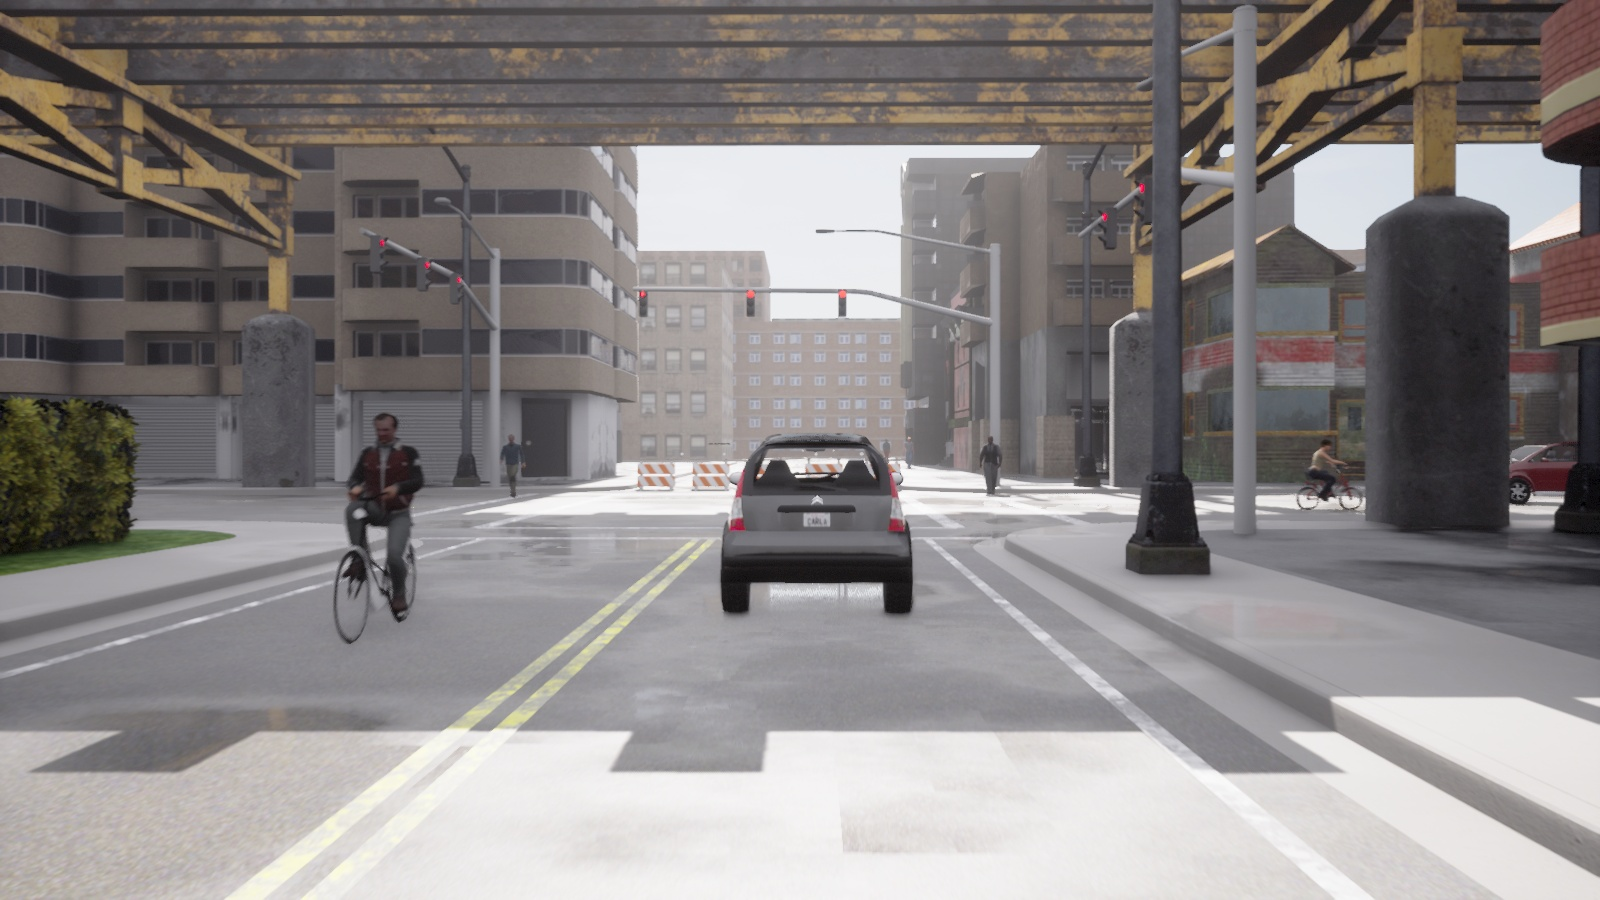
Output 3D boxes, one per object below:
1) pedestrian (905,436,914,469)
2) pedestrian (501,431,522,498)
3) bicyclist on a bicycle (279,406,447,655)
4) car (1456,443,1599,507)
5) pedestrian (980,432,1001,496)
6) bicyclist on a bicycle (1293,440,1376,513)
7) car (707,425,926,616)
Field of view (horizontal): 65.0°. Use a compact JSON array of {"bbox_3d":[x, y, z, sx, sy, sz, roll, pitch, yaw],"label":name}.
[{"bbox_3d":[6.156,0.135,70.648,0.354,1.836,0.706,0,0,-7],"label":"pedestrian"},{"bbox_3d":[-8.008,0.402,34.880,0.402,1.842,0.726,0,0,0],"label":"pedestrian"},{"bbox_3d":[-3.373,0.575,9.873,0.659,1.776,1.843,0,0,1],"label":"bicyclist on a bicycle"},{"bbox_3d":[18.890,0.615,31.715,3.705,1.549,1.789,0,0,0],"label":"car"},{"bbox_3d":[5.623,0.408,36.991,0.563,1.883,0.849,0,0,11],"label":"pedestrian"},{"bbox_3d":[12.019,0.581,28.269,1.509,1.612,0.866,0,0,1],"label":"bicyclist on a bicycle"},{"bbox_3d":[0.161,0.594,12.641,1.851,1.617,3.988,0,0,1],"label":"car"}]
